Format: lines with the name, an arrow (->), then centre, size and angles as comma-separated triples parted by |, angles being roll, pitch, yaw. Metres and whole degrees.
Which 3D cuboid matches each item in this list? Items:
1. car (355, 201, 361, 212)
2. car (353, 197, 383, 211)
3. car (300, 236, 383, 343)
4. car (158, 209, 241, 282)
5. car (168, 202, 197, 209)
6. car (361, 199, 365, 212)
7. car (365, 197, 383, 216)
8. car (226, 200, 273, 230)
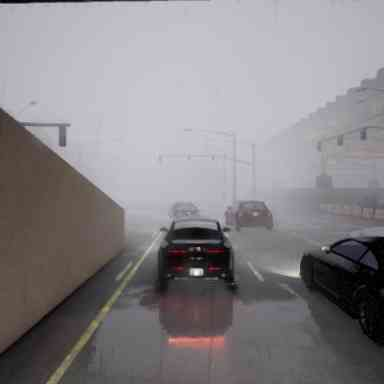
car -> 17.540, 1.315, 32.512 | 4.974, 1.542, 2.038 | 0, 0, -45
car -> 17.577, 1.157, 32.548 | 4.536, 1.218, 1.853 | 0, 0, -45
car -> 3.592, 1.536, 6.398 | 1.994, 1.385, 4.181 | 0, 0, 0
car -> 0.098, 1.464, 9.635 | 1.837, 1.490, 4.892 | 0, 0, 0
car -> -0.695, 1.442, 24.781 | 2.033, 1.411, 5.357 | 0, 0, -10
car -> 17.435, 1.335, 27.905 | 2.038, 1.542, 4.974 | 0, 0, -35
car -> 17.465, 1.177, 27.862 | 1.853, 1.218, 4.536 | 0, 0, -35
car -> 3.307, 1.266, 20.186 | 2.097, 1.767, 4.553 | 0, 0, -4
